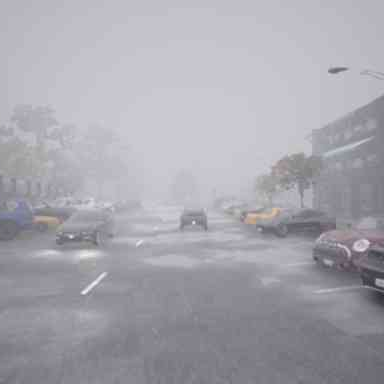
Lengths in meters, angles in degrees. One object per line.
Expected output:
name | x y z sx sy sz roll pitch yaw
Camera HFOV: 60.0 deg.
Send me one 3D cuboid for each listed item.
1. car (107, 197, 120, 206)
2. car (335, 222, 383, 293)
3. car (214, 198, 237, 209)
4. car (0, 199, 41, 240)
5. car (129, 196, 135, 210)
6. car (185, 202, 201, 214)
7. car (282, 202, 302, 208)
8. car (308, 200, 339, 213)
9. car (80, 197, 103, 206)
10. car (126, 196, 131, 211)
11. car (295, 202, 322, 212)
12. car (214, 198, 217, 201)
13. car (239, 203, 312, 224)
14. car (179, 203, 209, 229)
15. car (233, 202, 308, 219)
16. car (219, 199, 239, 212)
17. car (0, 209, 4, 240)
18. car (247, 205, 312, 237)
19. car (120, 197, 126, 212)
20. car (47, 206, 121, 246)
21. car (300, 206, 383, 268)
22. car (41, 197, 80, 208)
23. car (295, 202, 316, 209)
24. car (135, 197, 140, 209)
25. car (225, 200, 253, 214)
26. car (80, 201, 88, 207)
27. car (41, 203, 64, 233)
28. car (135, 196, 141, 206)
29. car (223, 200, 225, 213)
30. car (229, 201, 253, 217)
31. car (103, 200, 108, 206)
car | -10.898 1.578 35.089 5.566 2.045 2.435 -1 -1 -20
car | 6.005 1.563 7.365 4.892 1.521 2.231 1 -1 -20
car | 5.859 1.872 39.848 5.366 1.575 1.946 1 0 -20
car | -10.964 1.403 16.932 5.566 2.045 2.435 -1 0 -20
car | -10.884 1.821 47.171 4.553 1.767 2.185 -1 0 -20
car | 0.131 2.016 42.452 1.895 1.301 4.718 0 -1 0
car | 24.759 3.220 82.827 2.231 1.521 4.892 3 -2 -21
car | 25.490 2.782 64.669 2.435 2.045 5.566 2 0 -20
car | -10.958 1.520 29.022 5.566 2.045 2.435 -1 0 -20
car | -10.947 1.792 44.134 4.553 1.767 2.185 -1 -1 -20
car | 22.511 2.926 64.493 1.946 1.575 5.366 2 0 -21
car | 6.039 1.937 45.836 4.892 1.521 2.231 1 0 -20
car | 6.186 1.706 22.237 5.366 1.575 1.946 1 -1 -20
car | 0.117 1.740 23.781 1.837 1.490 4.892 0 0 0
car | 6.018 1.734 25.120 5.008 1.535 2.097 1 -1 -20
car | 6.029 1.851 36.965 4.892 1.521 2.231 1 0 -20
car | -10.905 1.654 13.928 4.792 1.488 2.163 -1 -1 -20
car | 5.990 1.706 19.190 4.792 1.488 2.163 1 0 -20
car | -10.943 1.763 41.107 4.553 1.767 2.185 -1 -1 -20
car | -5.088 1.667 16.430 1.837 1.490 4.892 0 -1 0
car | 6.038 1.466 10.341 4.553 1.767 2.185 1 0 -20
car | -10.900 1.461 22.995 5.566 2.045 2.435 -1 -1 -20
car | 28.152 3.324 82.856 2.231 1.521 4.892 2 -1 -21
car | -10.917 1.977 50.184 4.892 1.521 2.231 -1 -1 -20
car | 6.020 1.792 31.050 5.008 1.535 2.097 1 0 -20
car | -10.913 1.743 25.999 4.892 1.521 2.231 -1 0 -20
car | -10.758 1.678 20.030 5.366 1.575 1.946 -1 -1 -20
car | -10.933 1.754 53.191 5.566 2.045 2.435 -1 0 -20
car | 6.049 1.851 34.015 4.792 1.488 2.163 1 -1 -20
car | 6.191 1.763 28.154 5.366 1.575 1.946 1 -1 -20
car | -10.894 1.830 32.063 4.792 1.488 2.163 -1 -1 -20
